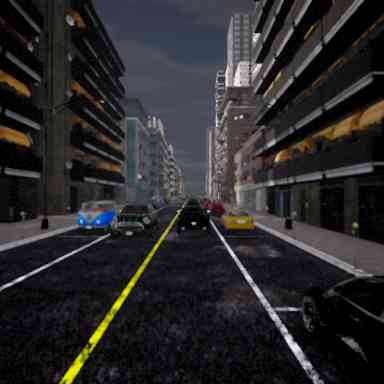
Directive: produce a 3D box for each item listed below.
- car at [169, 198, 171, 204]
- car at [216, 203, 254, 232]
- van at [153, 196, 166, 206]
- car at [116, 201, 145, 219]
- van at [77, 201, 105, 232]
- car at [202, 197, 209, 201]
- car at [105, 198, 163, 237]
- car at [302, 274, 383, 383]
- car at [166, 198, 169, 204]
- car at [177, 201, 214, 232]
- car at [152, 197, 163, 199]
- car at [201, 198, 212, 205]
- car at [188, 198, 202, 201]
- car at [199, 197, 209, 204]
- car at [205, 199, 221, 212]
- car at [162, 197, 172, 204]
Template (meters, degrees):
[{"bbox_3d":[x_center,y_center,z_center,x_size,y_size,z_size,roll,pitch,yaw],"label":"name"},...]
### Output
[{"bbox_3d":[-5.683,1.874,70.094,1.947,1.339,4.313,0,0,0],"label":"car"},{"bbox_3d":[2.699,1.611,20.541,1.752,1.417,4.829,0,0,0],"label":"car"},{"bbox_3d":[-5.681,1.572,53.525,1.690,1.788,3.998,0,0,0],"label":"van"},{"bbox_3d":[-5.682,1.657,31.261,1.752,1.417,4.829,1,0,0],"label":"car"},{"bbox_3d":[-5.681,1.426,20.384,1.690,1.788,3.998,1,0,0],"label":"van"},{"bbox_3d":[2.698,1.751,47.988,1.887,1.381,4.507,0,0,0],"label":"car"},{"bbox_3d":[-3.040,1.428,18.416,2.097,1.767,4.553,0,0,1],"label":"car"},{"bbox_3d":[2.698,1.582,3.801,1.947,1.339,4.313,0,0,0],"label":"car"},{"bbox_3d":[-5.683,1.801,59.047,1.887,1.381,4.507,0,0,0],"label":"car"},{"bbox_3d":[0.099,1.564,20.621,1.882,1.535,5.008,0,0,0],"label":"car"},{"bbox_3d":[-5.683,1.772,48.000,1.947,1.339,4.313,0,0,0],"label":"car"},{"bbox_3d":[2.698,1.848,64.558,1.947,1.339,4.313,0,0,0],"label":"car"},{"bbox_3d":[0.101,1.696,45.247,1.837,1.490,4.892,0,-1,0],"label":"car"},{"bbox_3d":[2.698,1.900,75.605,1.947,1.339,4.313,0,0,0],"label":"car"},{"bbox_3d":[2.698,1.738,36.941,1.802,1.307,4.206,0,0,0],"label":"car"},{"bbox_3d":[-5.684,1.916,75.617,1.802,1.307,4.206,0,0,0],"label":"car"}]
